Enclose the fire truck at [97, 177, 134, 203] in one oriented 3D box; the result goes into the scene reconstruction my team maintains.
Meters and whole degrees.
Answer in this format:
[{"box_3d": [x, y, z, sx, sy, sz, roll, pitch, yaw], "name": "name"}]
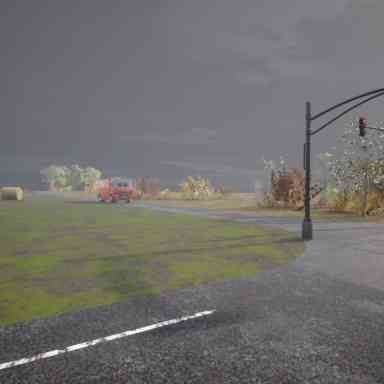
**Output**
[{"box_3d": [-11.716, -0.355, 50.059, 2.891, 3.827, 8.468, 1, 0, -32], "name": "fire truck"}]
